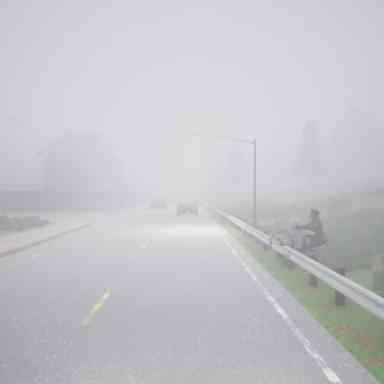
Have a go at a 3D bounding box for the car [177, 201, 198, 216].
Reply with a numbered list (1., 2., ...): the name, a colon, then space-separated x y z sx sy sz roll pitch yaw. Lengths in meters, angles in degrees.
1. car: -0.422 1.525 31.843 1.895 1.301 4.718 0 0 -1

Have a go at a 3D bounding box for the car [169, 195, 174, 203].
1. car: -4.599 1.336 65.678 2.128 1.511 4.902 0 0 -1

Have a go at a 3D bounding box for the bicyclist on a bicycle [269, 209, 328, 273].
1. bicyclist on a bicycle: 3.103 1.270 9.077 1.656 1.620 0.582 32 0 1

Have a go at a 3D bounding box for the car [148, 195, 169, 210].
1. car: -4.276 1.379 41.342 1.882 1.535 5.008 0 0 -1
